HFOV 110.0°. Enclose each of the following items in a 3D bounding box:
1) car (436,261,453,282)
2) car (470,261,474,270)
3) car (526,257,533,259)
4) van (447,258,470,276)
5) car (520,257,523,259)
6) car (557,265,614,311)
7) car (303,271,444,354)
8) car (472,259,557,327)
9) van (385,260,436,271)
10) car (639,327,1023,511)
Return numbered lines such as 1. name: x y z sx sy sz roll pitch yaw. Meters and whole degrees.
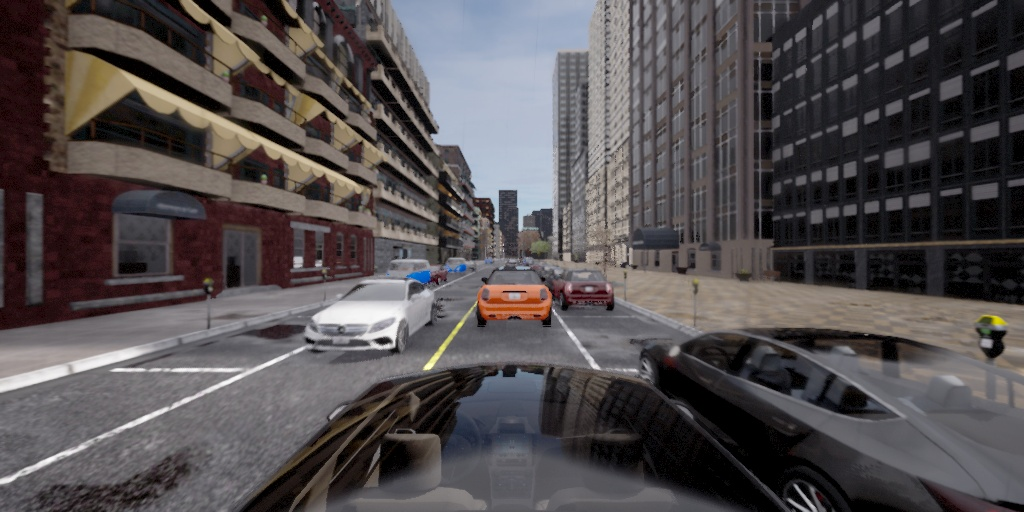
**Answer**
1. car: -5.683 1.282 25.517 1.888 1.381 4.507 0 0 0
2. car: -5.677 1.283 47.607 2.007 1.370 4.403 0 0 0
3. car: 2.701 1.173 36.558 1.967 1.591 4.097 0 0 0
4. van: -5.680 1.073 36.562 1.690 1.789 3.998 0 0 0
5. car: 0.113 1.223 47.934 2.128 1.511 4.902 0 0 0
6. car: 2.695 1.182 14.468 1.967 1.591 4.097 0 0 0
7. car: -3.110 1.271 8.859 1.812 1.442 4.674 0 0 0
8. car: 0.049 1.095 11.702 2.097 1.767 4.553 0 0 -1
9. van: -5.684 1.080 19.994 1.690 1.789 3.998 0 0 0
10. car: 2.692 1.315 3.422 1.948 1.339 4.313 0 0 0
